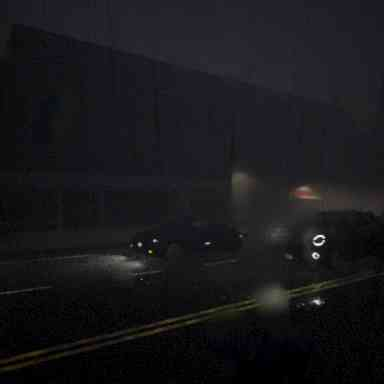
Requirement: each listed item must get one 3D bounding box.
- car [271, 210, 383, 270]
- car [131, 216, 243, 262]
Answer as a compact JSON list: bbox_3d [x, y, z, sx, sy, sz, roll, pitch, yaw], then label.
[{"bbox_3d":[4.844,1.438,11.486,4.553,1.767,2.097,1,0,-34],"label":"car"},{"bbox_3d":[-0.107,1.612,12.358,4.181,1.385,1.994,1,0,-34],"label":"car"}]
